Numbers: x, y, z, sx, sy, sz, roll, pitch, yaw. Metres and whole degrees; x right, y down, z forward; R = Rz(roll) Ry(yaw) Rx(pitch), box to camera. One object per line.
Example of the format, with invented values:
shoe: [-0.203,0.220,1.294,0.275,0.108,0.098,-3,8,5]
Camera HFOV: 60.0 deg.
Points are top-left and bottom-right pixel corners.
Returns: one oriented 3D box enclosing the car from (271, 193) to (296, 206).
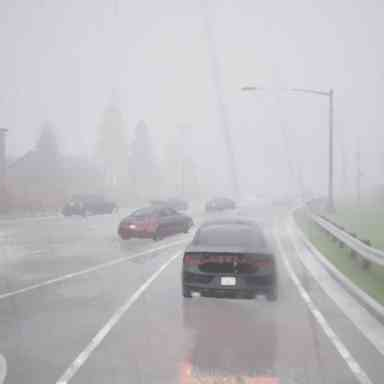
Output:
car: [11.554,1.107,42.462,1.895,1.301,4.718,0,1,26]

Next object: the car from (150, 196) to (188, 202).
car: [-1.979,1.098,30.619,1.882,1.535,5.008,0,1,26]

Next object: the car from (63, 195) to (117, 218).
car: [-7.920,1.010,26.397,2.097,1.767,4.553,0,1,26]

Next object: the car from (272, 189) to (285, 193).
car: [19.697,0.348,75.454,2.150,2.045,5.566,0,1,26]

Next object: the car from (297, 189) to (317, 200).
car: [22.851,0.468,65.700,2.150,2.045,5.566,0,1,26]

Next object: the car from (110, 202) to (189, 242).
car: [-1.560,1.370,15.468,1.994,1.385,4.181,0,1,26]

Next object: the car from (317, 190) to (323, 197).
car: [32.543,0.379,85.878,2.097,1.767,4.553,0,1,26]

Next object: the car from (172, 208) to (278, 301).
car: [0.937,1.378,8.230,1.882,1.535,5.008,0,0,7]

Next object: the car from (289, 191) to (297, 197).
car: [24.780,0.582,77.911,1.882,1.535,5.008,0,1,26]

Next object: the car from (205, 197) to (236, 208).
car: [2.865,1.171,32.582,1.994,1.385,4.181,0,1,26]

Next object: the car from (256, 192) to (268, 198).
car: [16.072,0.660,76.006,1.994,1.385,4.181,0,1,26]
